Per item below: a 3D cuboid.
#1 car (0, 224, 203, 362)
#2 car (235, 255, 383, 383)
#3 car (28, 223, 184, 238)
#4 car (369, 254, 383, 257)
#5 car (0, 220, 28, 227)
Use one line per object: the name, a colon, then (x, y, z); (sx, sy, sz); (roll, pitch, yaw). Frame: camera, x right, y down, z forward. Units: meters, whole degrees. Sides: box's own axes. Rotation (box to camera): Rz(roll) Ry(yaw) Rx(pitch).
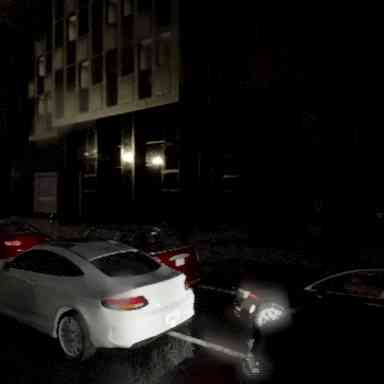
car: (-2.138, 1.545, 5.893); (4.674, 1.442, 1.812); (0, 0, 36)
car: (2.702, 1.518, 2.347); (4.892, 1.490, 1.837); (0, 0, 36)
car: (-1.827, 1.466, 7.966); (4.097, 1.590, 1.967); (0, 0, 36)
car: (2.725, 1.571, 4.699); (4.403, 1.369, 2.008); (0, 0, 36)
car: (-6.379, 1.614, 11.231); (4.206, 1.307, 1.802); (0, 0, 36)
